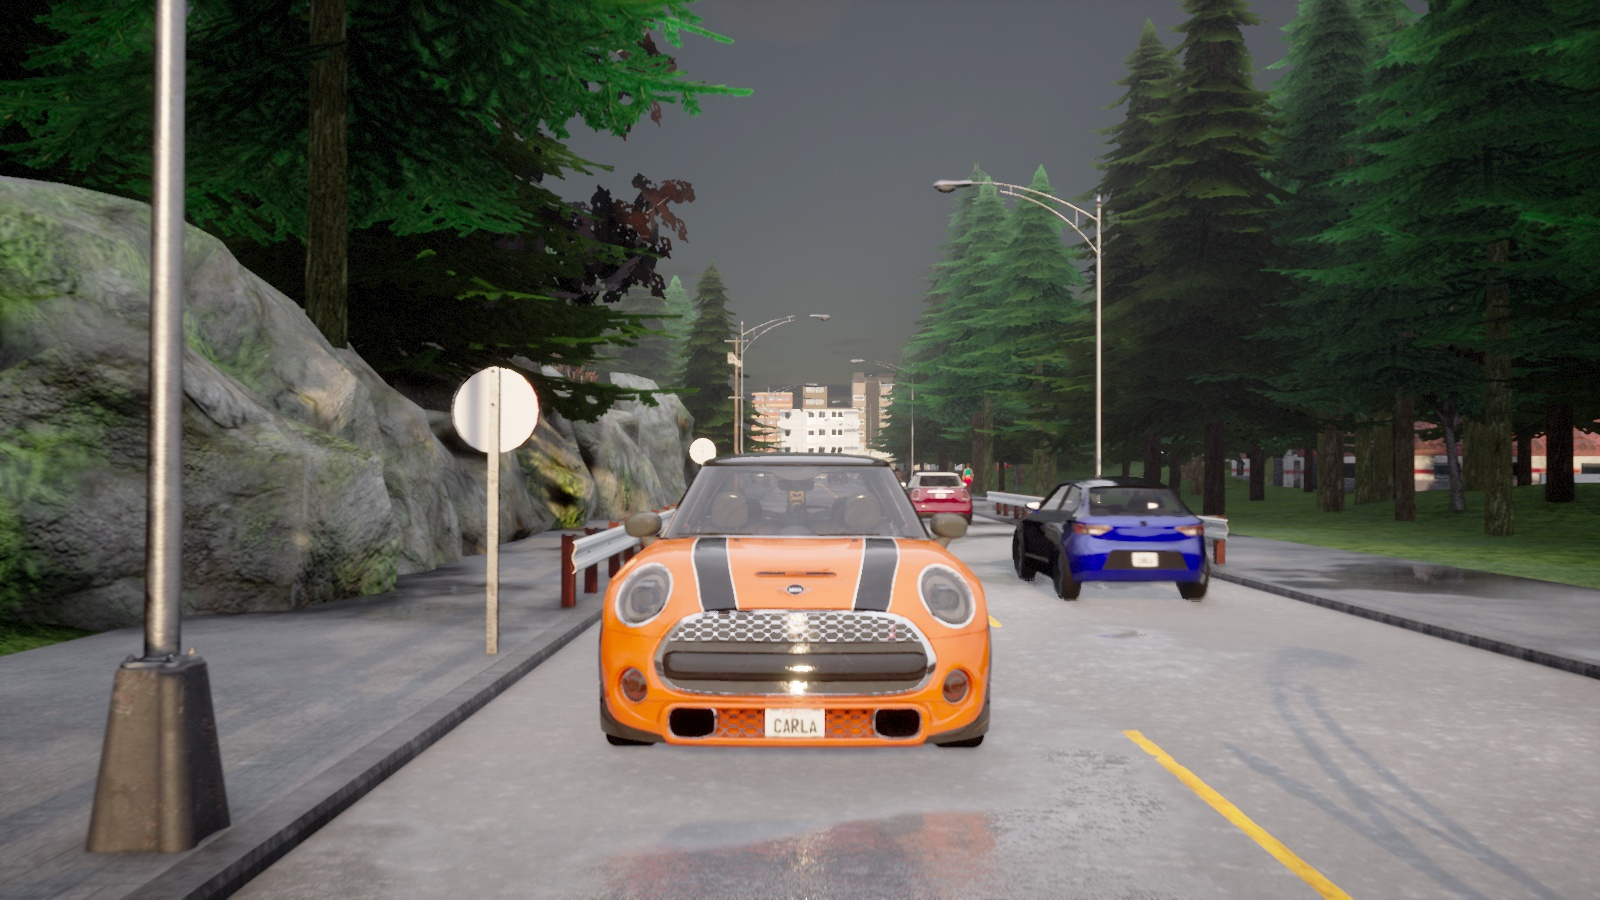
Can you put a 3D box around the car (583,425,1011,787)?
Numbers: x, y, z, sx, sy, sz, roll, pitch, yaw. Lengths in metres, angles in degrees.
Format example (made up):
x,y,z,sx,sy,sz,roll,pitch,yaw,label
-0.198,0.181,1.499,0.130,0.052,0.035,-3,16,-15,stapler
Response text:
x,y,z,sx,sy,sz,roll,pitch,yaw,label
-0.021,0.798,8.454,2.097,1.767,4.553,0,-1,0,car

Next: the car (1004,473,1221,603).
x,y,z,sx,sy,sz,roll,pitch,yaw,label
3.960,1.061,16.652,1.816,1.474,4.193,0,-1,0,car

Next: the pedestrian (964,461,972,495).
x,y,z,sx,sy,sz,roll,pitch,yaw,label
8.999,1.502,67.251,0.345,1.836,0.594,0,-1,-2,pedestrian

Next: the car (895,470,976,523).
x,y,z,sx,sy,sz,roll,pitch,yaw,label
3.920,1.319,36.892,1.970,1.475,3.806,0,-1,0,car
